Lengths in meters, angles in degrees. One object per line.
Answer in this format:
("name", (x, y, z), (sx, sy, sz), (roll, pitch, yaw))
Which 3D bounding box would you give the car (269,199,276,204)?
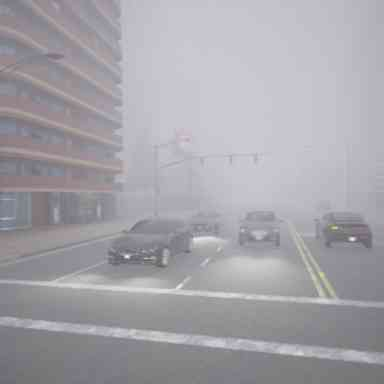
("car", (21.120, 2.518, 87.365), (2.033, 1.411, 5.357), (-1, -1, 14))

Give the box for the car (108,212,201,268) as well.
("car", (-1.283, 1.715, 12.321), (1.837, 1.490, 4.892), (-1, -1, 16))

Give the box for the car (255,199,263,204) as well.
("car", (17.724, 2.582, 88.208), (1.994, 1.385, 4.181), (-1, -1, 14))

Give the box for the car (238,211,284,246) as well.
("car", (3.442, 1.704, 16.557), (2.128, 1.511, 4.902), (-1, -1, 14))

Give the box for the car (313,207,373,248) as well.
("car", (7.027, 1.663, 15.715), (1.837, 1.490, 4.892), (-1, -1, 14))

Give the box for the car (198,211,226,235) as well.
("car", (0.941, 1.866, 20.941), (1.994, 1.385, 4.181), (-1, -1, 14))

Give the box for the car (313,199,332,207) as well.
("car", (18.393, 1.807, 47.031), (2.097, 1.767, 4.553), (-1, -1, 14))
